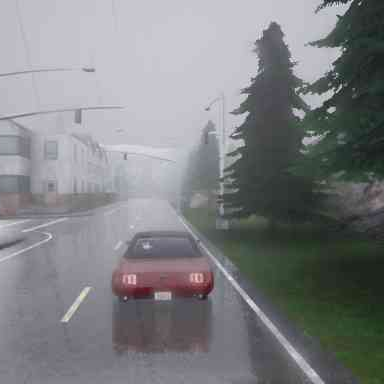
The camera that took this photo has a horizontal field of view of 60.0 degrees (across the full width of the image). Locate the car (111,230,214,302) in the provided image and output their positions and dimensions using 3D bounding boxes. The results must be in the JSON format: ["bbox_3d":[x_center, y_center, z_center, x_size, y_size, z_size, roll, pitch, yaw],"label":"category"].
[{"bbox_3d":[-0.706,1.601,8.250,1.895,1.301,4.718,0,0,-5],"label":"car"}]
